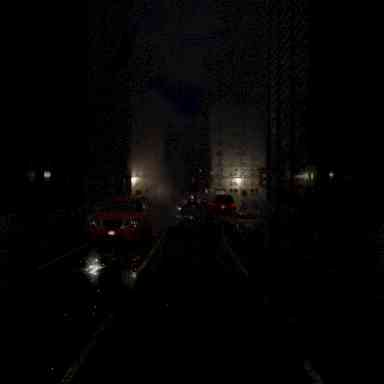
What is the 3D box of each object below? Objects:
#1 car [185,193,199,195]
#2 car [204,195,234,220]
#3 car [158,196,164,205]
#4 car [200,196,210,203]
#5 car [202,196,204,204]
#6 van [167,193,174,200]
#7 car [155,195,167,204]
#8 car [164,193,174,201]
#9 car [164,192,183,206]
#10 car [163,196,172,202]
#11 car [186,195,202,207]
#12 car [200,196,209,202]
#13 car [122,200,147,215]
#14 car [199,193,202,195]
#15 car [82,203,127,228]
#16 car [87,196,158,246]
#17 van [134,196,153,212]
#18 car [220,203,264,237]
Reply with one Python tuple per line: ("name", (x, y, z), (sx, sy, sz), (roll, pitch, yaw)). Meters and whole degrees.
("car", (0.021, 1.484, 66.820), (2.128, 1.511, 4.902), (0, 0, 0))
("car", (2.402, 1.244, 28.305), (2.150, 2.045, 5.566), (0, 0, 0))
("car", (-5.841, 1.591, 57.033), (1.802, 1.307, 4.206), (0, 0, 0))
("car", (2.689, 1.577, 68.286), (1.802, 1.307, 4.206), (0, 0, 0))
("car", (2.683, 1.565, 51.368), (2.008, 1.369, 4.403), (0, 0, 0))
("van", (-5.829, 1.306, 90.874), (1.690, 1.788, 3.998), (0, 0, 0))
("car", (-5.839, 1.443, 62.674), (1.967, 1.590, 4.097), (0, 0, 0))
("car", (-5.831, 1.289, 85.233), (2.192, 1.841, 5.009), (0, 0, 0))
("car", (-3.043, 1.231, 55.892), (2.150, 2.045, 5.566), (0, 0, 1))
("car", (-5.833, 1.547, 79.593), (1.947, 1.339, 4.313), (0, 0, 0))
("car", (0.036, 1.563, 50.588), (2.033, 1.411, 5.357), (0, 0, 1))
("car", (2.691, 1.533, 73.925), (1.887, 1.381, 4.507), (0, 0, 0))
("car", (-5.850, 1.543, 34.302), (1.752, 1.417, 4.829), (0, 0, 0))
("car", (2.687, 1.443, 62.646), (1.967, 1.590, 4.097), (0, 0, 0))
("car", (-5.860, 1.535, 22.989), (1.752, 1.417, 4.829), (0, 0, 1))
("car", (-3.097, 1.225, 15.575), (2.150, 2.045, 5.566), (0, 0, 0))
("van", (-5.847, 1.361, 40.114), (1.690, 1.788, 3.998), (0, 0, 0))
("car", (2.672, 1.531, 17.740), (1.752, 1.417, 4.829), (0, 0, 1))
